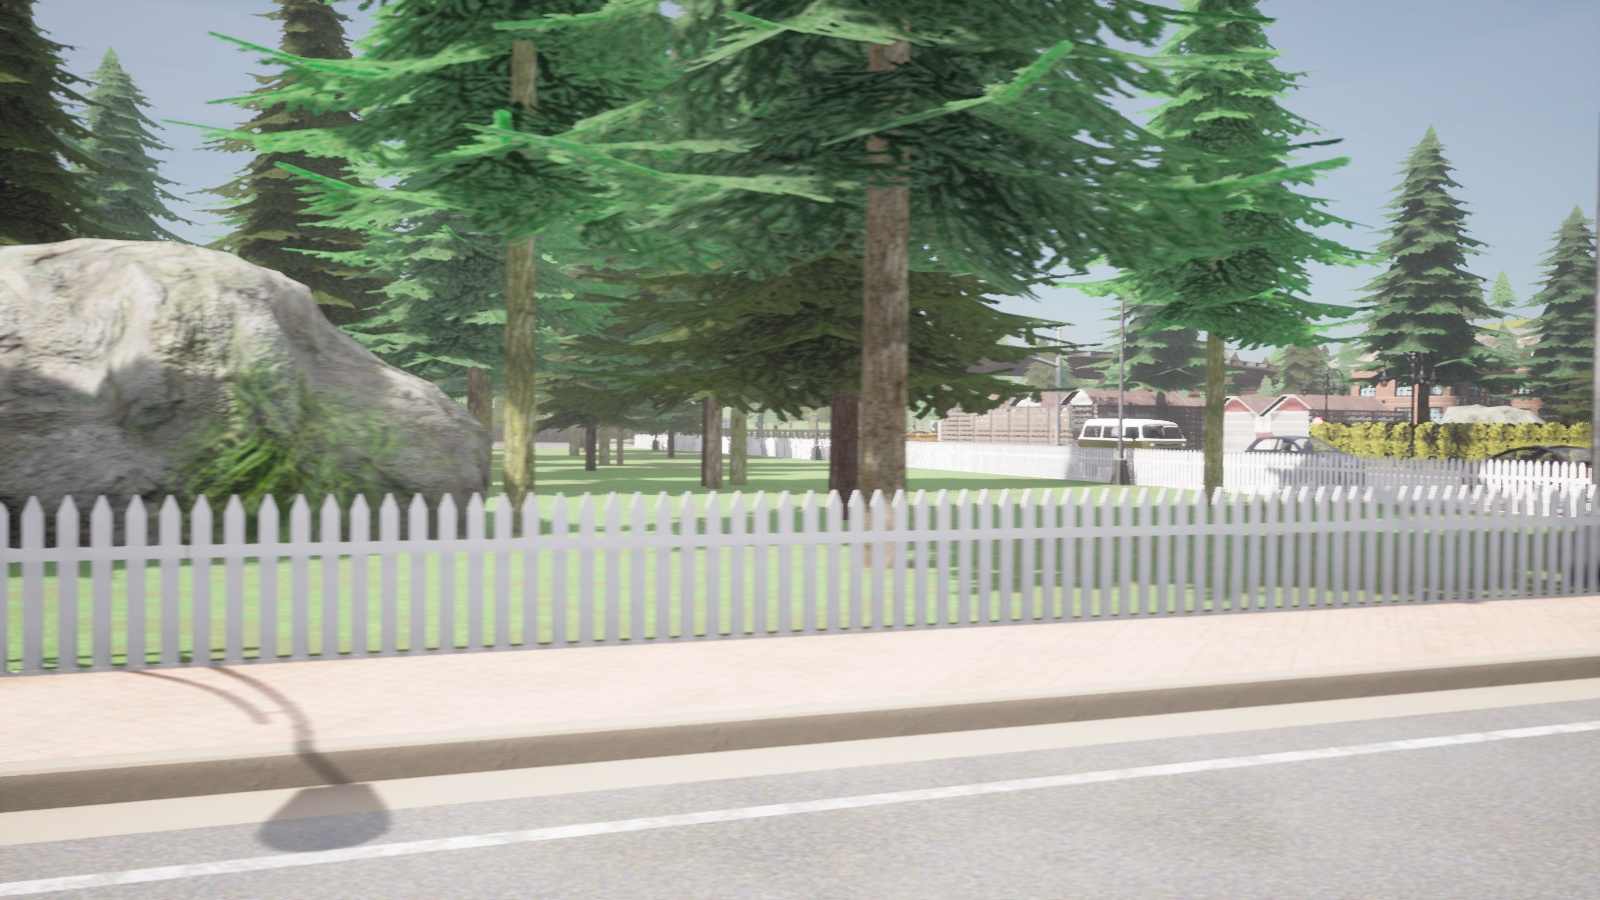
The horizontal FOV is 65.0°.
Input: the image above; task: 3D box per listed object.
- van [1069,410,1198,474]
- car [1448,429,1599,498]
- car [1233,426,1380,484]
[{"bbox_3d":[11.223,-0.293,42.572,2.069,2.038,4.480,-1,1,-19],"label":"van"},{"bbox_3d":[16.584,0.238,27.315,1.994,1.385,4.181,-1,1,-19],"label":"car"},{"bbox_3d":[13.952,0.095,34.809,1.845,1.501,3.633,-1,1,-19],"label":"car"}]
